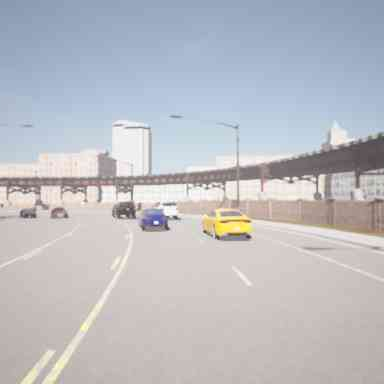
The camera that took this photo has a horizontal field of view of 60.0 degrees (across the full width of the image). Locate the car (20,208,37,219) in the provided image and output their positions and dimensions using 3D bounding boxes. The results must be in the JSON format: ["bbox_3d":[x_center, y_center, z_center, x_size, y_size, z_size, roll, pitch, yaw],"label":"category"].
[{"bbox_3d":[-22.326,2.868,45.401,2.033,1.411,5.357,0,-2,-29],"label":"car"}]

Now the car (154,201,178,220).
[{"bbox_3d":[-3.205,2.044,37.407,2.150,2.045,5.566,0,-2,-20],"label":"car"}]

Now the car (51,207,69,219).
[{"bbox_3d":[-16.968,2.672,42.558,1.812,1.442,4.674,0,-2,-26],"label":"car"}]

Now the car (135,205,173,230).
[{"bbox_3d":[-2.826,1.893,23.794,1.812,1.442,4.674,0,-2,-13],"label":"car"}]

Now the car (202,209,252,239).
[{"bbox_3d":[1.804,1.678,18.573,1.882,1.535,5.008,0,-1,-9],"label":"car"}]

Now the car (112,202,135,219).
[{"bbox_3d":[-8.548,2.234,41.436,2.150,2.045,5.566,0,-2,-23],"label":"car"}]
